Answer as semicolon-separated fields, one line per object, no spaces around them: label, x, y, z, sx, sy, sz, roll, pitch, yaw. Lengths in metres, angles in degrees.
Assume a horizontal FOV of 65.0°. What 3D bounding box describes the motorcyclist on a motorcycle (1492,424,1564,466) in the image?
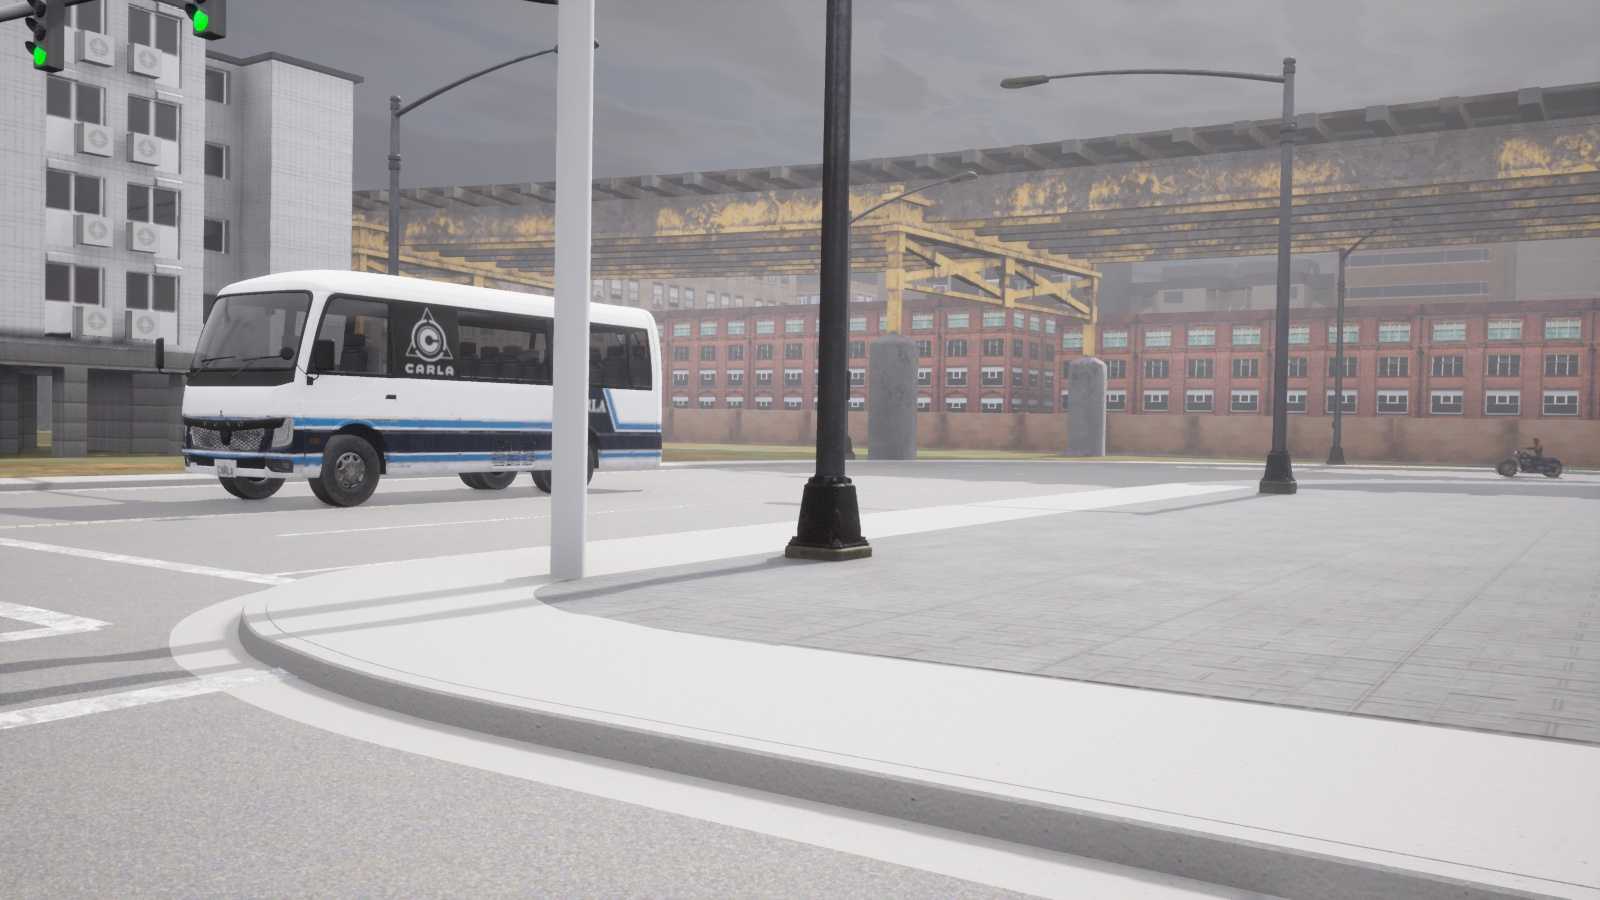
motorcyclist on a motorcycle;29.047;-0.214;50.118;2.350;1.649;0.766;0;2;12

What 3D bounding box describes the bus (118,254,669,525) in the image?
bus;-7.391;-1.054;25.062;3.944;4.253;10.273;1;1;33
